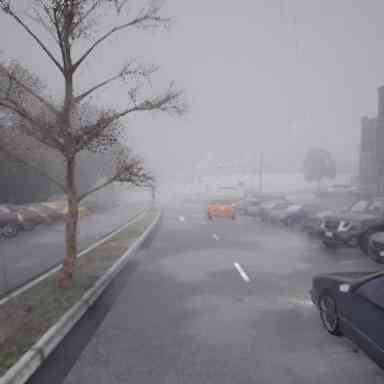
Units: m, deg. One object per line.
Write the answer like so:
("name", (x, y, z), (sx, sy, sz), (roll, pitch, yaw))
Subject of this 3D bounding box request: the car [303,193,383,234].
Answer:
("car", (7.546, 1.218, 13.114), (5.566, 2.045, 2.435), (1, 0, -22))

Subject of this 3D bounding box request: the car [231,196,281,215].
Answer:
("car", (6.567, 1.329, 34.261), (4.553, 1.767, 2.185), (1, 0, -24))

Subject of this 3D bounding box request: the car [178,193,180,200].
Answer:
("car", (-0.438, 1.604, 92.798), (5.366, 1.575, 1.946), (0, 0, -30))

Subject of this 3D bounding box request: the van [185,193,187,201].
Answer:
("van", (1.314, 1.403, 80.783), (4.442, 1.987, 1.878), (0, 0, -29))

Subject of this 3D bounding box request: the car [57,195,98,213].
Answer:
("car", (-11.594, 1.379, 31.448), (4.553, 1.767, 2.185), (-1, 0, -24))

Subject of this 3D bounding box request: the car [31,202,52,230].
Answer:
("car", (-10.954, 1.545, 19.610), (4.674, 1.452, 2.002), (-1, 0, -22))

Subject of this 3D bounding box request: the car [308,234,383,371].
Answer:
("car", (3.062, 1.544, 3.612), (2.033, 1.411, 5.357), (0, 0, -1))

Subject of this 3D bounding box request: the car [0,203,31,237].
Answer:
("car", (-10.807, 1.379, 16.661), (4.553, 1.767, 2.185), (-1, 0, -22))

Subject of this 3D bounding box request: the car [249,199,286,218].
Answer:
("car", (7.080, 1.500, 25.207), (4.674, 1.452, 2.002), (1, 0, -23))

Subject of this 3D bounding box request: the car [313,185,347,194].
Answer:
("car", (21.139, 0.167, 52.136), (2.002, 1.452, 4.674), (-7, 4, -29))

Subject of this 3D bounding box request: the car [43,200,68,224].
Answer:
("car", (-11.096, 1.545, 22.567), (4.674, 1.452, 2.002), (-1, 0, -23))

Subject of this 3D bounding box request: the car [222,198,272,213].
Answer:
("car", (6.147, 1.447, 37.185), (5.366, 1.575, 1.946), (1, 0, -25))

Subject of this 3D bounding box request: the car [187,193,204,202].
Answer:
("car", (1.855, 1.510, 77.855), (4.553, 1.767, 2.185), (0, 0, -29))

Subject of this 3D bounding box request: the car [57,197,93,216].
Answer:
("car", (-11.602, 1.505, 28.407), (5.366, 1.575, 1.946), (-1, 0, -23))

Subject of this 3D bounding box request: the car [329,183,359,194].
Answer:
("car", (24.096, -0.412, 52.595), (2.435, 2.045, 5.566), (-7, 4, -29))

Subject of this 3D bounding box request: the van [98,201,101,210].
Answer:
("van", (-11.732, 1.277, 34.439), (4.442, 1.987, 1.878), (-1, 0, -24))

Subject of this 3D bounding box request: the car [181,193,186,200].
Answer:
("car", (0.901, 1.372, 83.794), (5.566, 2.045, 2.435), (1, 0, -30))

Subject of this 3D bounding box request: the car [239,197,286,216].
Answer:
("car", (6.927, 1.460, 28.221), (4.892, 1.521, 2.231), (1, 0, -24))

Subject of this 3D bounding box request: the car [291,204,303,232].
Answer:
("car", (7.469, 1.507, 16.153), (4.674, 1.452, 2.002), (1, 0, -22))

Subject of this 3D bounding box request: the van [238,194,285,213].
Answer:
("van", (6.635, 1.229, 31.186), (4.442, 1.987, 1.878), (1, 0, -24))

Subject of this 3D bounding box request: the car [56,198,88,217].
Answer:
("car", (-11.089, 1.499, 25.602), (5.366, 1.575, 1.946), (-1, 0, -23))

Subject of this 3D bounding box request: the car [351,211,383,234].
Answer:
("car", (7.648, 1.472, 10.108), (5.008, 1.535, 2.097), (1, 0, -22))

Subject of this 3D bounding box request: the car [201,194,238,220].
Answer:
("car", (2.222, 1.337, 27.999), (2.097, 1.767, 4.553), (0, 0, -3))

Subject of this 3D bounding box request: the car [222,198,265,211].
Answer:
("car", (6.263, 1.486, 40.243), (4.792, 1.488, 2.163), (1, 0, -25))

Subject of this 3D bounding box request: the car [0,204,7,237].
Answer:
("car", (-10.902, 1.505, 13.620), (5.366, 1.575, 1.946), (-1, 0, -22))

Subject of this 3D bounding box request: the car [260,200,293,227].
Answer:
("car", (7.234, 1.503, 22.186), (4.674, 1.452, 2.002), (1, 0, -23))
